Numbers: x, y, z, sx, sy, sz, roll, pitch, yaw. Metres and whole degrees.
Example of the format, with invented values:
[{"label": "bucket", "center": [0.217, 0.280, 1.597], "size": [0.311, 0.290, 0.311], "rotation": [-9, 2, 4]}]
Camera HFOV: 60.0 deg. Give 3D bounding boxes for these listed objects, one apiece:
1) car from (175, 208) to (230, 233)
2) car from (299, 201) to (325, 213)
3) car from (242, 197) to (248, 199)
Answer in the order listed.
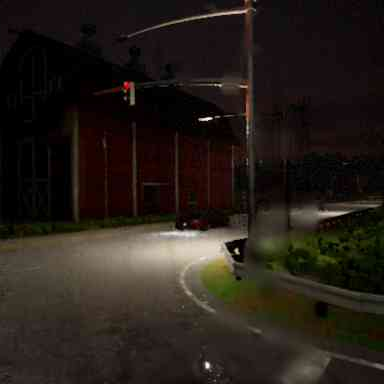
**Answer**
[{"label": "car", "center": [0.746, 1.745, 21.406], "size": [1.994, 1.385, 4.181], "rotation": [-1, -1, 37]}, {"label": "car", "center": [14.368, 1.739, 39.776], "size": [1.994, 1.385, 4.181], "rotation": [-1, -1, 37]}, {"label": "car", "center": [14.334, 2.065, 88.003], "size": [1.784, 1.438, 3.905], "rotation": [-1, -1, 36]}]
